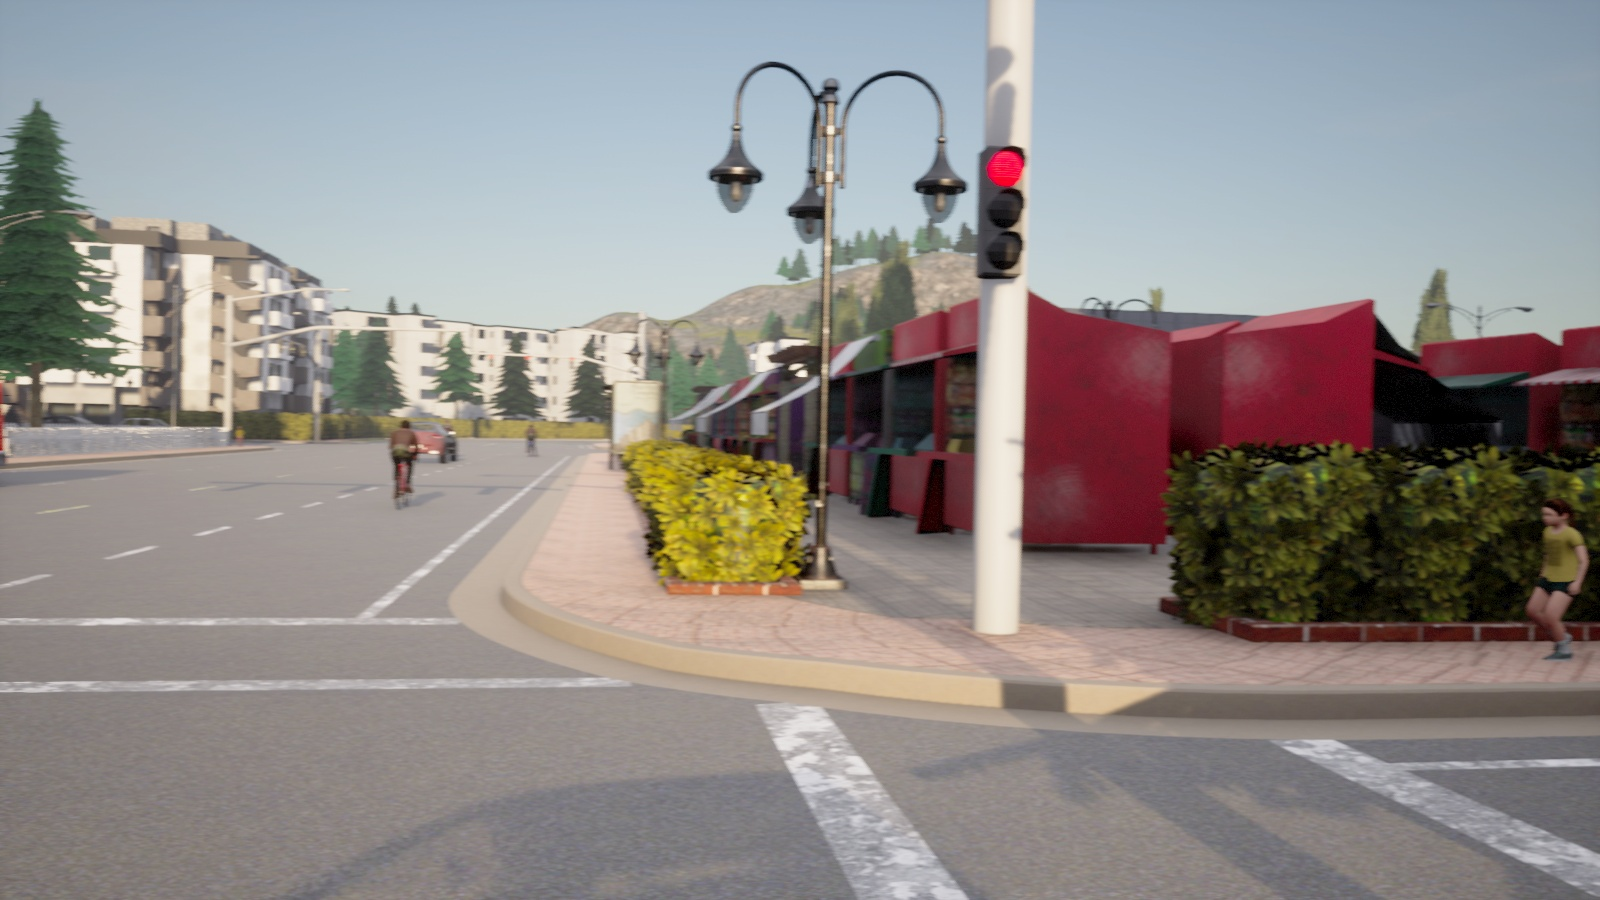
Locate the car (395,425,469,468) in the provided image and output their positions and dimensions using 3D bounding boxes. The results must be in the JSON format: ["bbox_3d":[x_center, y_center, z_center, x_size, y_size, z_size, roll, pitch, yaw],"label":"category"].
[{"bbox_3d":[-14.714,-0.185,50.462,2.152,1.651,5.027,0,1,-8],"label":"car"}]

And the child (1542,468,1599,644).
[{"bbox_3d":[5.094,0.677,8.147,0.394,1.110,0.255,0,1,-6],"label":"child"}]

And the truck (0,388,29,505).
[{"bbox_3d":[-17.965,-0.052,24.976,2.627,2.467,5.204,0,1,-9],"label":"truck"}]

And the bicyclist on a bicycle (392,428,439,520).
[{"bbox_3d":[-7.061,0.417,23.106,0.582,1.620,1.656,0,1,-9],"label":"bicyclist on a bicycle"}]

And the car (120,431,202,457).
[{"bbox_3d":[-37.417,-0.360,73.584,3.806,1.475,1.970,0,1,-7],"label":"car"}]

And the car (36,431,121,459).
[{"bbox_3d":[-40.018,-0.287,69.734,3.705,1.549,1.789,0,1,-7],"label":"car"}]
